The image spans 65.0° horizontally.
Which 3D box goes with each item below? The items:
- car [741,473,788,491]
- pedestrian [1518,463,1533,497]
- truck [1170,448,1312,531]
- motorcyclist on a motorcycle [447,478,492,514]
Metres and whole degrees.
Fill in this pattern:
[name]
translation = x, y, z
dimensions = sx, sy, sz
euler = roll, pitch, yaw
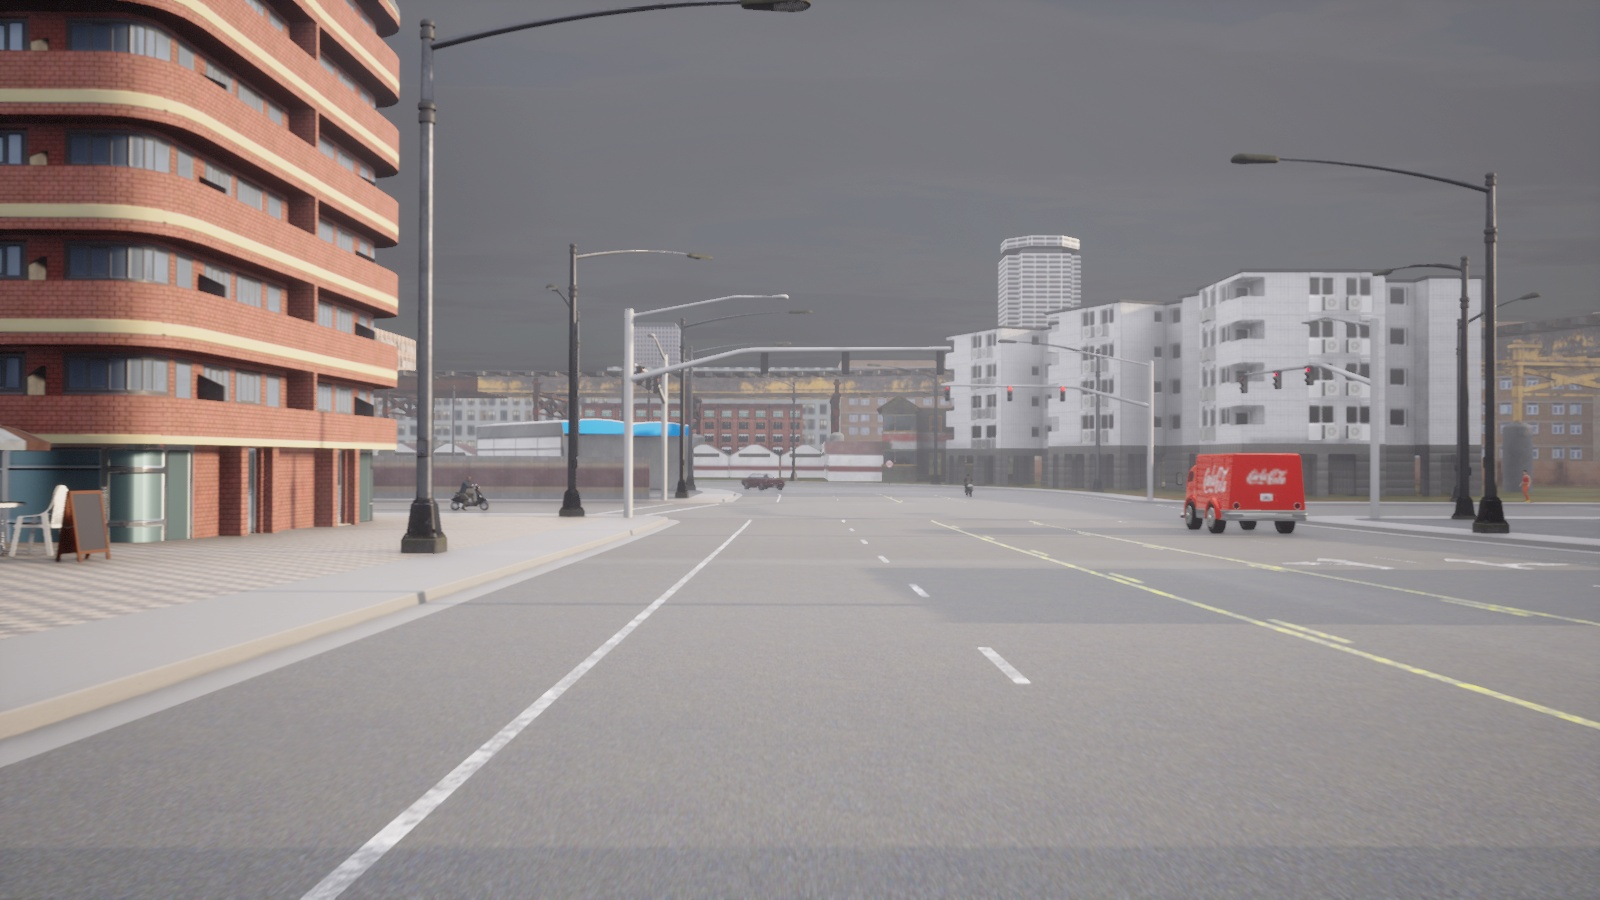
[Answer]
[car]
translation = -2.810, 2.510, 98.213
dimensions = 1.895, 1.301, 4.718
euler = 0, -1, -25
[pedestrian]
translation = 40.142, 1.659, 69.504
dimensions = 0.594, 1.836, 0.345
euler = 0, 0, -4
[truck]
translation = 13.913, 1.252, 40.045
dimensions = 2.627, 2.467, 5.204
euler = 0, -1, 0
[motorcyclist on a motorcycle]
translation = -15.015, 2.082, 57.108
dimensions = 1.817, 1.590, 0.866
euler = 0, 0, -3
